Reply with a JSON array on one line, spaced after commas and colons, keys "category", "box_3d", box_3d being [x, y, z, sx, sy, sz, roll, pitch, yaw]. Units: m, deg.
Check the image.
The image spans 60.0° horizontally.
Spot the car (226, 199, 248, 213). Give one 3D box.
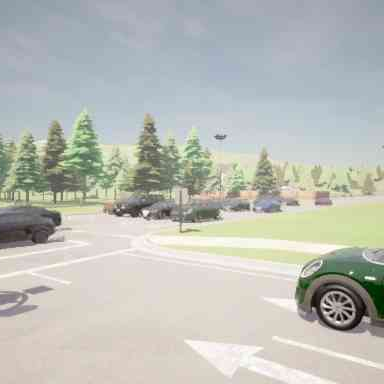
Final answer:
[{"category": "car", "box_3d": [5.195, 1.525, 38.039, 1.812, 1.442, 4.674, 0, 0, 36]}]

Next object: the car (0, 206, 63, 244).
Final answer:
[{"category": "car", "box_3d": [-7.933, 1.526, 13.691, 1.812, 1.442, 4.674, 0, 0, 34]}]

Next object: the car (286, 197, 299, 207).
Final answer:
[{"category": "car", "box_3d": [15.158, 1.525, 51.551, 1.812, 1.442, 4.674, 0, 0, 37]}]

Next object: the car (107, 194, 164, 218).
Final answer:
[{"category": "car", "box_3d": [-4.646, 1.225, 30.549, 2.150, 2.045, 5.566, 0, 0, 36]}]

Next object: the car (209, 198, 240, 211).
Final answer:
[{"category": "car", "box_3d": [4.200, 1.565, 42.592, 1.994, 1.385, 4.181, 0, 0, 36]}]

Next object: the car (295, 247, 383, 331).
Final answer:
[{"category": "car", "box_3d": [4.081, 1.352, 5.378, 4.553, 1.767, 2.097, 0, 0, 36]}]

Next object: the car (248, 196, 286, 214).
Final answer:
[{"category": "car", "box_3d": [8.248, 1.525, 36.280, 1.812, 1.442, 4.674, 0, 0, 36]}]

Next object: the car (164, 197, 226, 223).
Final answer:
[{"category": "car", "box_3d": [0.320, 1.352, 25.482, 2.097, 1.767, 4.553, 0, 0, 36]}]

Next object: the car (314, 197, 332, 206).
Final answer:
[{"category": "car", "box_3d": [21.289, 1.564, 53.915, 1.994, 1.385, 4.181, 0, 0, 37]}]

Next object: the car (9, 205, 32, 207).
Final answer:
[{"category": "car", "box_3d": [-9.498, 1.477, 17.912, 1.882, 1.535, 5.008, 0, 0, 35]}]

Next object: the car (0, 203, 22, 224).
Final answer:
[{"category": "car", "box_3d": [-15.073, 1.547, 23.210, 5.357, 1.411, 2.033, 0, 0, -44]}]

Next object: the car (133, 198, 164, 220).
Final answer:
[{"category": "car", "box_3d": [-2.201, 1.492, 27.965, 2.128, 1.511, 4.902, 0, 0, 36]}]

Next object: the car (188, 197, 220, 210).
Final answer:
[{"category": "car", "box_3d": [1.681, 1.477, 45.075, 1.882, 1.535, 5.008, 0, 0, 36]}]

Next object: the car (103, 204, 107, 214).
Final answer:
[{"category": "car", "box_3d": [-6.771, 1.352, 33.570, 2.097, 1.767, 4.553, 0, 0, 36]}]
